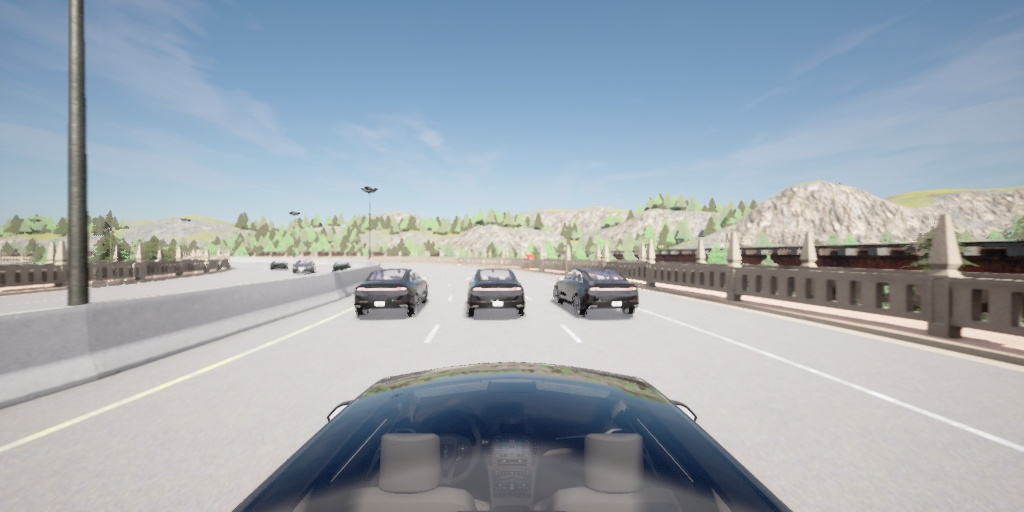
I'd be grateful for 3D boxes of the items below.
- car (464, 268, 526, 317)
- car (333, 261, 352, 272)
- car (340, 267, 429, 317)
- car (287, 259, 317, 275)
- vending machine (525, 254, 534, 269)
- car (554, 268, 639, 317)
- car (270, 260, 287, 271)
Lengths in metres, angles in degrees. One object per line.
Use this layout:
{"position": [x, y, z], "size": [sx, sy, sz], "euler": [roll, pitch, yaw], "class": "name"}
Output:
{"position": [-0.679, 1.193, 13.033], "size": [2.128, 1.511, 4.902], "euler": [0, 0, -6], "class": "car"}
{"position": [-19.060, 1.205, 40.366], "size": [1.895, 1.301, 4.718], "euler": [0, 0, -25], "class": "car"}
{"position": [-4.204, 1.197, 13.063], "size": [2.128, 1.511, 4.902], "euler": [0, 0, -6], "class": "car"}
{"position": [-21.709, 1.110, 37.621], "size": [2.128, 1.511, 4.902], "euler": [0, 0, -24], "class": "car"}
{"position": [2.281, 0.746, 46.698], "size": [1.100, 2.100, 0.880], "euler": [0, 0, -23], "class": "vending machine"}
{"position": [2.840, 1.189, 13.006], "size": [2.128, 1.511, 4.902], "euler": [0, 0, -6], "class": "car"}
{"position": [-29.871, 1.193, 46.089], "size": [1.895, 1.301, 4.718], "euler": [0, 0, -30], "class": "car"}
